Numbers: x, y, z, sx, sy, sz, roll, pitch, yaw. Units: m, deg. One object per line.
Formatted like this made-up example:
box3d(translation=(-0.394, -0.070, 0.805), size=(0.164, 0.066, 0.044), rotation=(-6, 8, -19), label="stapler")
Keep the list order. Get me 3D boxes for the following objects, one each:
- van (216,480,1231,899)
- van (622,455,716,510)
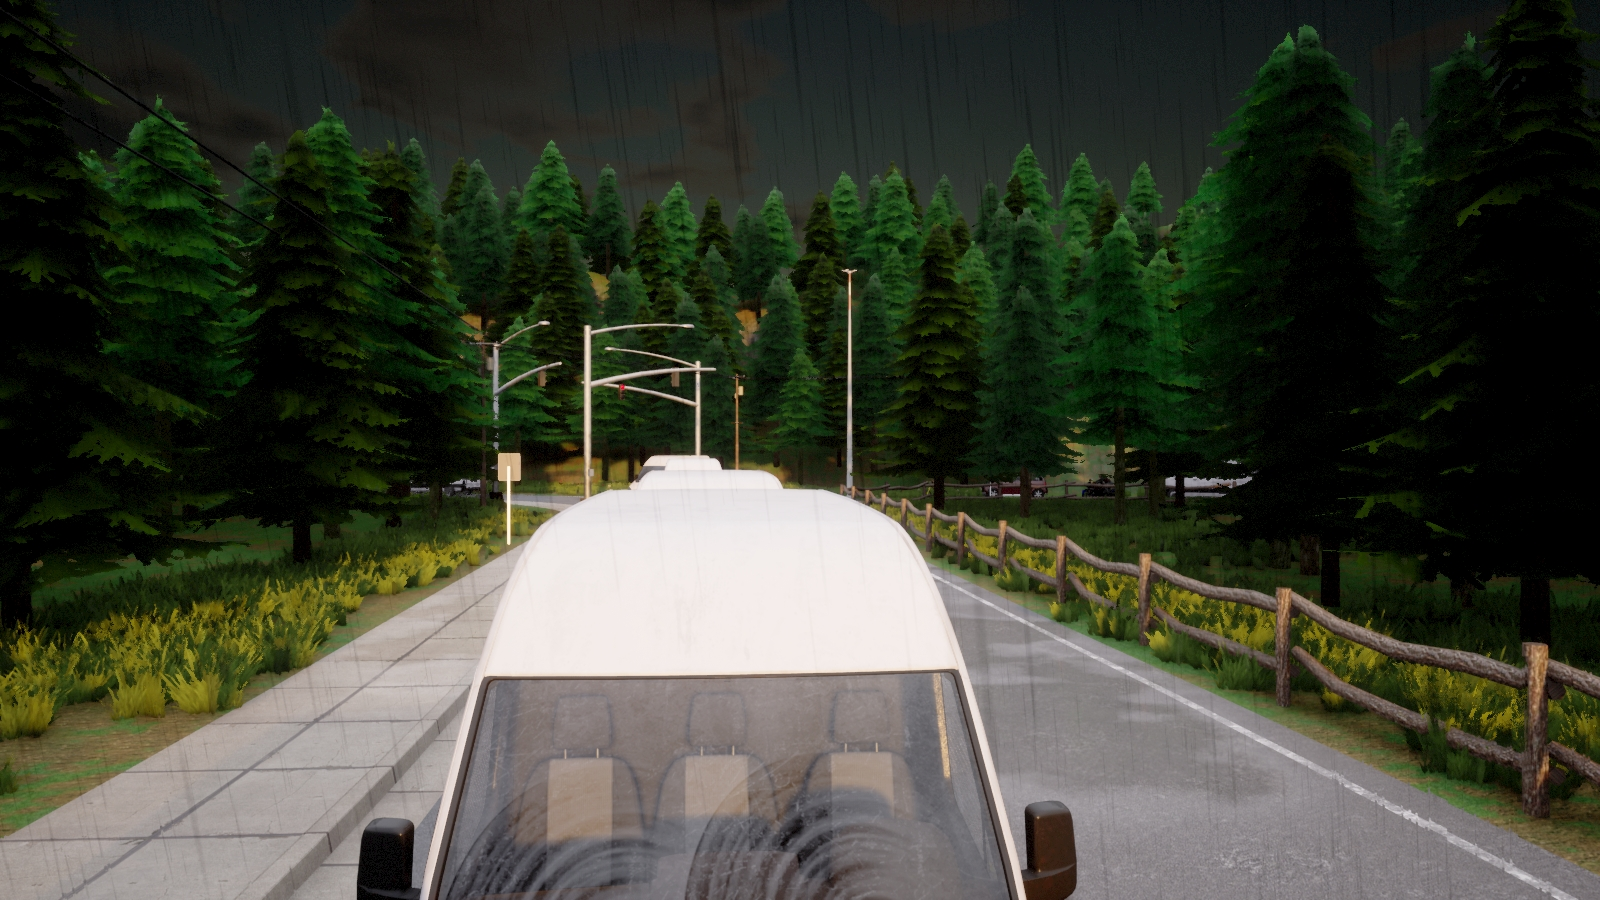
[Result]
box3d(translation=(-0.354, 1.499, 5.191), size=(1.988, 2.561, 5.915), rotation=(0, 0, -5), label="van")
box3d(translation=(-6.317, 1.515, 55.996), size=(1.988, 2.561, 5.915), rotation=(0, 0, 22), label="van")
